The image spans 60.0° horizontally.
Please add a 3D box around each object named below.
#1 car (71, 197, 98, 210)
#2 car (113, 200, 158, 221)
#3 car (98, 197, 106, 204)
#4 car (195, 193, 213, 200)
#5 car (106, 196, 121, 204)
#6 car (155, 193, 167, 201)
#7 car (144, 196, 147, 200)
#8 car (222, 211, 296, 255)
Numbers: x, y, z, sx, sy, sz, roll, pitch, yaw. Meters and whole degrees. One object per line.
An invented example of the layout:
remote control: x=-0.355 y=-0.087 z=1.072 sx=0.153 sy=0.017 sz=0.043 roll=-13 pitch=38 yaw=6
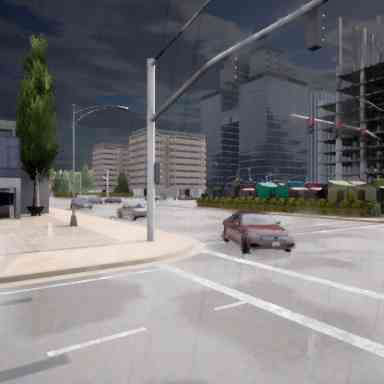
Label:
car: x=-14.039 y=1.492 z=42.283 sx=2.128 sy=1.511 sz=4.902 roll=0 pitch=0 yaw=-32
car: x=-4.630 y=1.601 z=27.559 sx=1.895 sy=1.301 sz=4.718 roll=0 pitch=0 yaw=-33
car: x=-18.284 y=1.564 z=62.222 sx=1.994 sy=1.385 sz=4.181 roll=0 pitch=0 yaw=-33
car: x=3.242 y=1.156 z=62.414 sx=3.866 sy=1.878 sz=1.905 roll=0 pitch=0 yaw=-34
car: x=-15.326 y=1.547 z=64.118 sx=2.033 sy=1.411 sz=5.357 roll=0 pitch=0 yaw=-34
car: x=-7.793 y=1.156 z=78.641 sx=3.866 sy=1.878 sz=1.905 roll=0 pitch=0 yaw=-34
car: x=-9.371 y=1.153 z=81.068 sx=4.605 sy=1.855 sz=1.932 roll=0 pitch=0 yaw=-34
car: x=2.523 y=1.525 z=13.624 sx=1.812 sy=1.442 sz=4.674 roll=1 pitch=0 yaw=-9
